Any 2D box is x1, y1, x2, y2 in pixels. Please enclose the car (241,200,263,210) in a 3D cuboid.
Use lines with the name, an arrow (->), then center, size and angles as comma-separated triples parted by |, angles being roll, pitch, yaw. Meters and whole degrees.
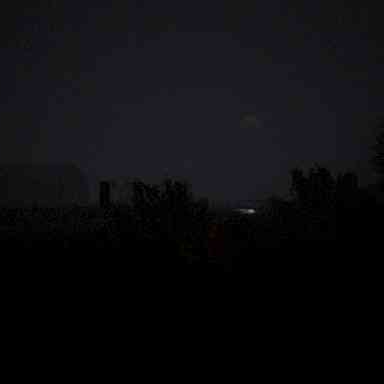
car -> 9.101, 1.874, 50.226 | 1.812, 1.442, 4.674 | 1, 0, 37
